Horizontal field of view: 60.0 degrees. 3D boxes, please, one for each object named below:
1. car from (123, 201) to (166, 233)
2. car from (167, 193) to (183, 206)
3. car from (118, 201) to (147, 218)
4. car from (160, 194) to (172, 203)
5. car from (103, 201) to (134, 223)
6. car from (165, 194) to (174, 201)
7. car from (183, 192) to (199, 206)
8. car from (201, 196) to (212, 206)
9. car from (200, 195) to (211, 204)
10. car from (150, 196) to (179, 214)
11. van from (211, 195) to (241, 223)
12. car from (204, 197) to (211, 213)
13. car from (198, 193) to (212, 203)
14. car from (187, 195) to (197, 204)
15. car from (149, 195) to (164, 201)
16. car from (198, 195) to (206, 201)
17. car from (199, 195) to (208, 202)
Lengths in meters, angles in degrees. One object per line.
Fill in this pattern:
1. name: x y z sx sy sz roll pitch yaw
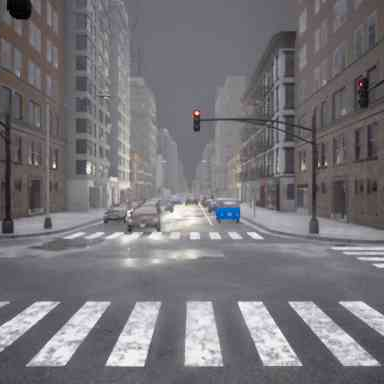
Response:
1. car: -2.715 1.519 19.951 1.812 1.442 4.674 0 0 -2
2. car: -2.827 1.453 56.321 1.882 1.535 5.008 0 0 1
3. car: -5.414 1.536 30.682 1.887 1.381 4.507 0 0 0
4. car: -5.447 1.277 70.455 2.192 1.841 5.009 0 0 0
5. car: -5.410 1.544 25.000 2.008 1.369 4.403 0 0 0
6. car: -5.456 1.391 81.818 1.967 1.590 4.097 0 0 0
7. car: -0.047 1.329 55.113 2.097 1.767 4.553 0 0 0
8. car: 2.597 1.566 47.741 1.802 1.307 4.206 0 0 0
9. car: 2.583 1.408 64.785 1.967 1.590 4.097 0 0 0
10. car: -2.875 1.482 35.483 2.128 1.511 4.902 0 0 0
11. van: 2.615 1.334 25.016 1.690 1.788 3.998 0 0 0
12. car: 2.606 1.572 36.378 1.802 1.307 4.206 0 0 0
13. car: 2.593 1.293 53.422 2.192 1.841 5.009 0 0 0
14. car: -0.055 1.445 65.145 1.882 1.535 5.008 0 0 0
15. car: -5.428 1.509 47.558 1.752 1.417 4.829 0 0 0
16. car: 2.564 1.511 87.510 1.947 1.339 4.313 0 0 0
17. car: 2.574 1.507 76.147 2.008 1.369 4.403 0 0 0
